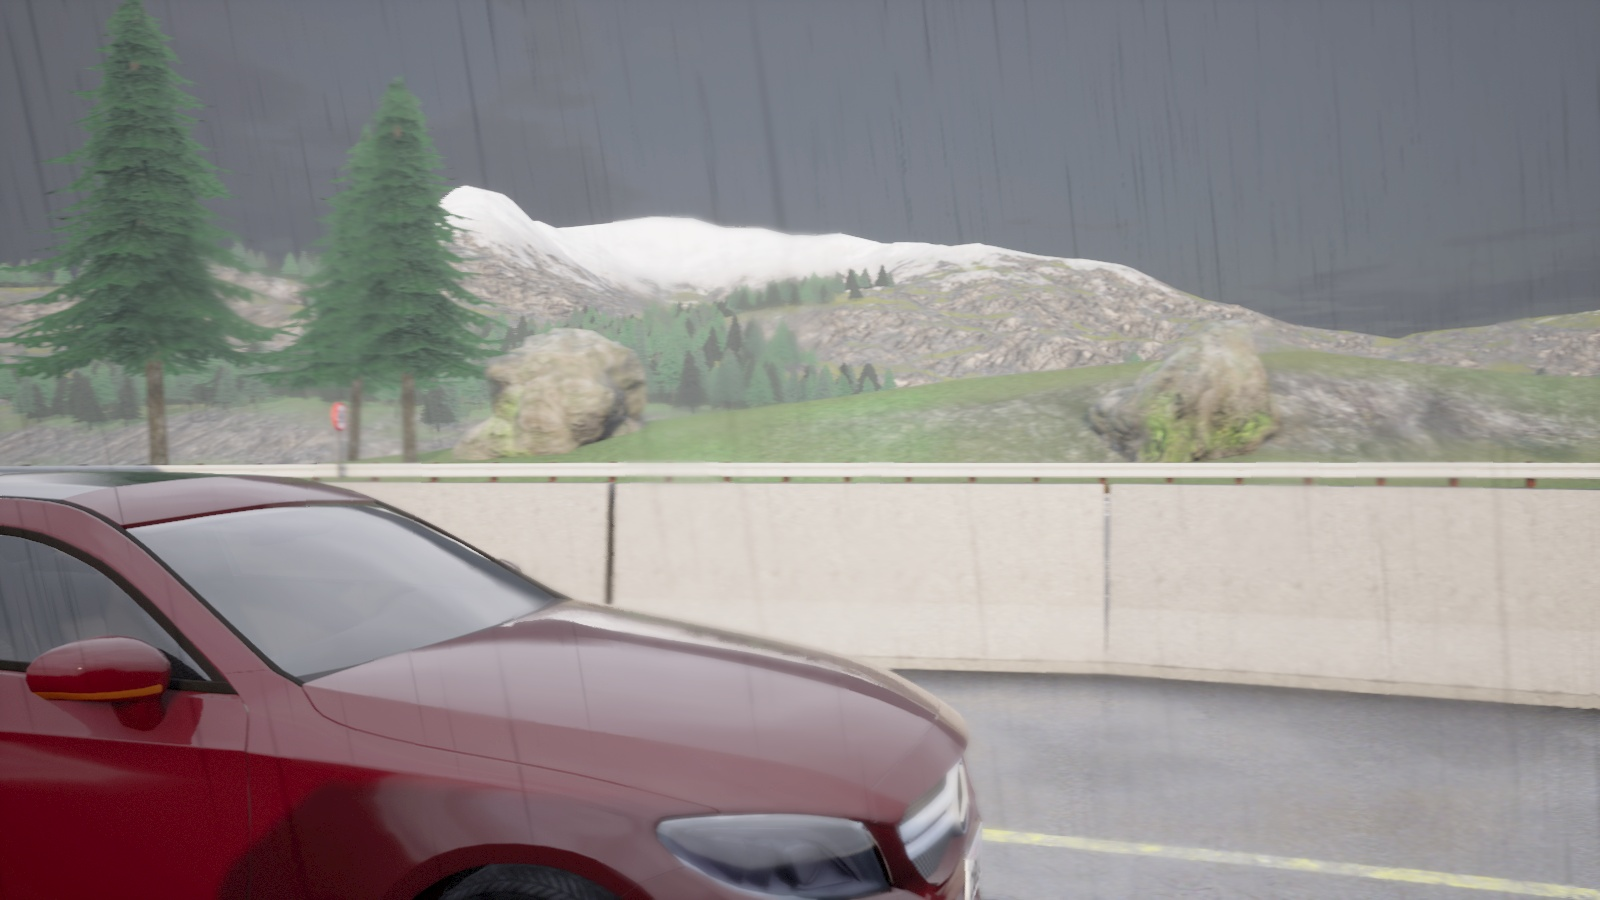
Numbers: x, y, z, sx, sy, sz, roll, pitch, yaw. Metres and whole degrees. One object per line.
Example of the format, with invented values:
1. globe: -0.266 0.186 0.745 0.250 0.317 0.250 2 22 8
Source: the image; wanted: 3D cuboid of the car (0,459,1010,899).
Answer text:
1. car: -1.820 0.781 3.735 4.674 1.442 1.812 0 1 15
